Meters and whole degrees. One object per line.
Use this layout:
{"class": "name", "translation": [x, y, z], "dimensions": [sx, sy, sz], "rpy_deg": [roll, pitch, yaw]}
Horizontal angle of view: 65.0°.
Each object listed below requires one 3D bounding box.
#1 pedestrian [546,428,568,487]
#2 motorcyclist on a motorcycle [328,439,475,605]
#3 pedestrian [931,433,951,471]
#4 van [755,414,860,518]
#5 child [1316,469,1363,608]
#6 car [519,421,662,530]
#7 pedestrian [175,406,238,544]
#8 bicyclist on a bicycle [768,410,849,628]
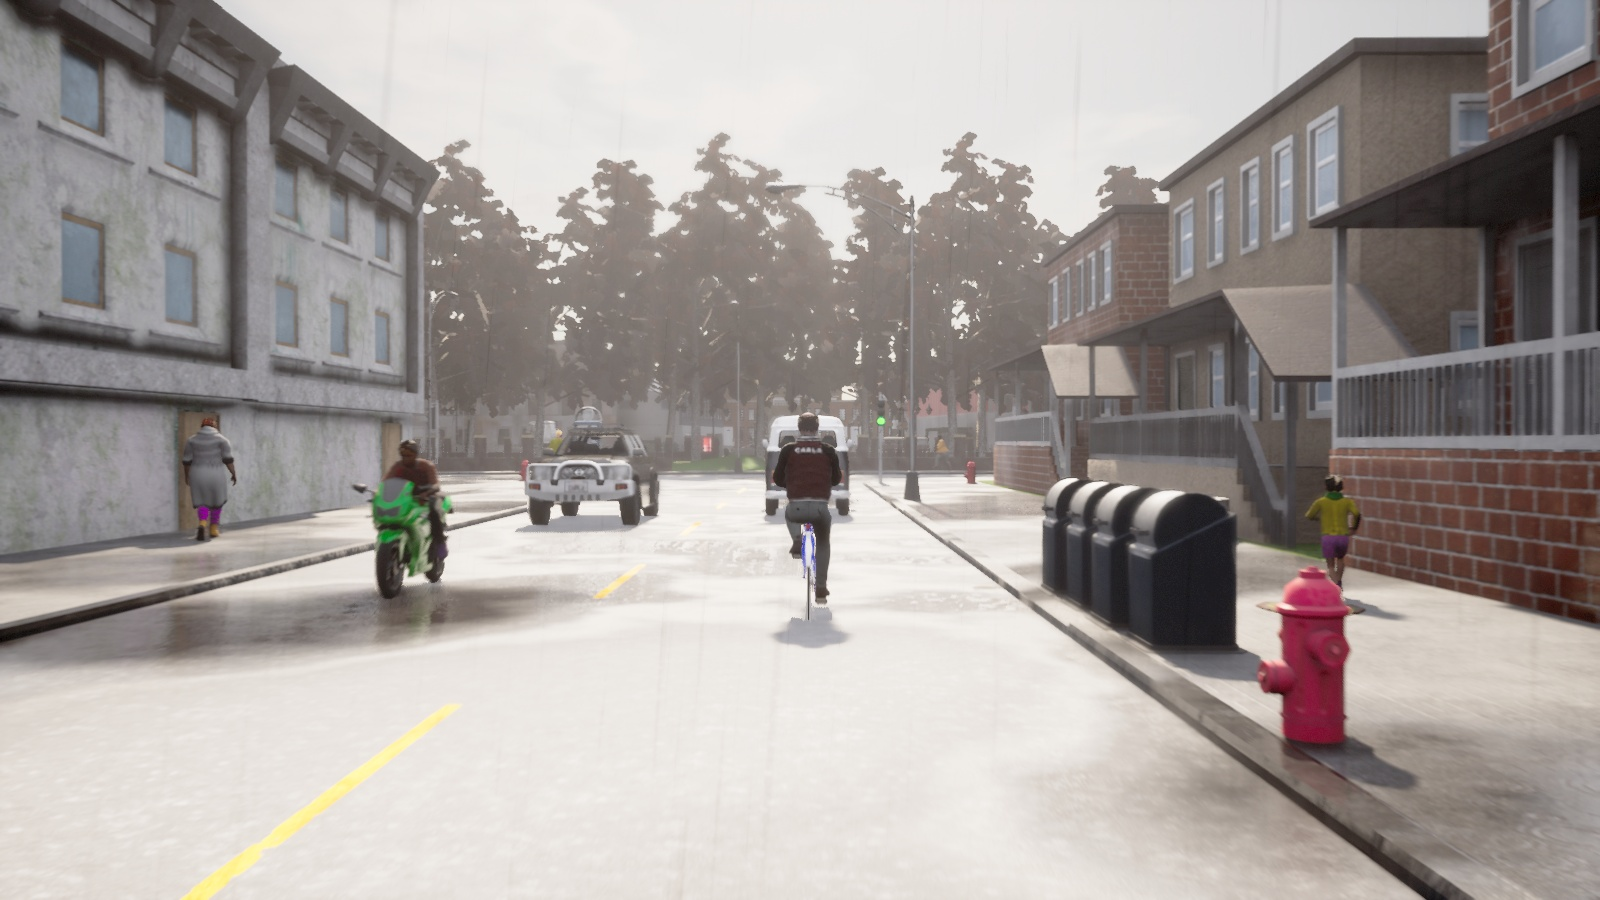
{"class": "pedestrian", "translation": [-7.677, 0.226, 39.674], "dimensions": [0.354, 1.836, 0.706], "rpy_deg": [0, 0, 22]}
{"class": "motorcyclist on a motorcycle", "translation": [-3.914, 0.655, 12.521], "dimensions": [0.797, 1.523, 2.044], "rpy_deg": [0, 0, 0]}
{"class": "pedestrian", "translation": [6.961, 0.112, 62.037], "dimensions": [0.900, 1.855, 0.874], "rpy_deg": [0, 0, 0]}
{"class": "van", "translation": [0.164, 0.317, 26.911], "dimensions": [2.069, 2.038, 4.480], "rpy_deg": [0, 0, 0]}
{"class": "child", "translation": [4.673, 0.755, 10.893], "dimensions": [0.299, 1.160, 0.473], "rpy_deg": [0, 0, 14]}
{"class": "car", "translation": [-3.851, 0.426, 23.855], "dimensions": [1.932, 1.855, 4.605], "rpy_deg": [0, 0, 0]}
{"class": "pedestrian", "translation": [-8.611, 0.346, 18.242], "dimensions": [0.659, 1.952, 0.873], "rpy_deg": [0, 0, -14]}
{"class": "bicyclist on a bicycle", "translation": [0.075, 0.554, 11.167], "dimensions": [0.659, 1.776, 1.843], "rpy_deg": [0, 1, 0]}
